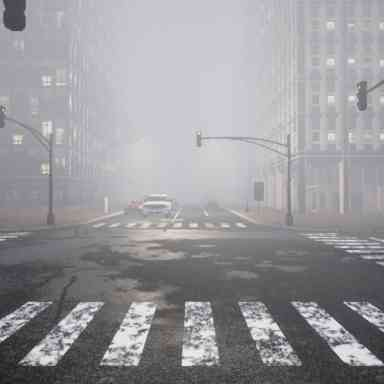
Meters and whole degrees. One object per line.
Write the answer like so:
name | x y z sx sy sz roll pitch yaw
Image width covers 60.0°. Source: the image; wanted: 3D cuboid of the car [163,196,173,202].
car | -5.640 1.582 78.390 2.008 1.369 4.403 1 0 0

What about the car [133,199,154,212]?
car | -5.659 1.597 39.364 1.802 1.307 4.206 1 0 0

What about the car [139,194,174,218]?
car | -3.083 1.233 30.352 2.150 2.045 5.566 0 0 0

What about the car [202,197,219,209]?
car | 2.723 1.599 44.997 1.802 1.307 4.206 1 0 0

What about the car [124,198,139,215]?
car | -5.658 1.453 33.788 1.967 1.590 4.097 1 0 0

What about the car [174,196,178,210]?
car | -3.079 1.541 40.275 1.812 1.442 4.674 0 0 0

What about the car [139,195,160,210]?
car | -5.651 1.332 44.939 2.192 1.841 5.009 1 0 0

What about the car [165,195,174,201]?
car | -5.638 1.578 83.965 1.887 1.381 4.507 1 0 0

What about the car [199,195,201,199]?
car | 2.732 1.590 61.730 1.947 1.339 4.313 1 0 0

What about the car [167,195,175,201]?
car | -5.635 1.587 89.540 2.008 1.369 4.403 1 0 0

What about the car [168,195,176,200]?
car | -5.633 1.605 95.115 1.947 1.339 4.313 1 0 0

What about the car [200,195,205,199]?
car | 2.731 1.547 56.323 1.752 1.417 4.829 1 0 0

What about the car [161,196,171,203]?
car | -5.643 1.573 72.814 1.887 1.381 4.507 1 0 0
